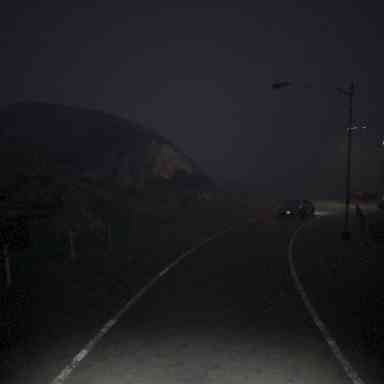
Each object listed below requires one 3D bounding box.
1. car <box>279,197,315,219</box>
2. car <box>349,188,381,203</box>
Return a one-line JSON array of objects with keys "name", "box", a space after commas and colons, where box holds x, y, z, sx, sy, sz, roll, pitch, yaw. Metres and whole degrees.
[{"name": "car", "box": [7.950, 1.110, 25.186, 1.812, 1.442, 4.674, 3, 4, 32]}, {"name": "car", "box": [19.517, 0.269, 37.533, 4.902, 1.511, 2.128, -3, 6, -37]}]
